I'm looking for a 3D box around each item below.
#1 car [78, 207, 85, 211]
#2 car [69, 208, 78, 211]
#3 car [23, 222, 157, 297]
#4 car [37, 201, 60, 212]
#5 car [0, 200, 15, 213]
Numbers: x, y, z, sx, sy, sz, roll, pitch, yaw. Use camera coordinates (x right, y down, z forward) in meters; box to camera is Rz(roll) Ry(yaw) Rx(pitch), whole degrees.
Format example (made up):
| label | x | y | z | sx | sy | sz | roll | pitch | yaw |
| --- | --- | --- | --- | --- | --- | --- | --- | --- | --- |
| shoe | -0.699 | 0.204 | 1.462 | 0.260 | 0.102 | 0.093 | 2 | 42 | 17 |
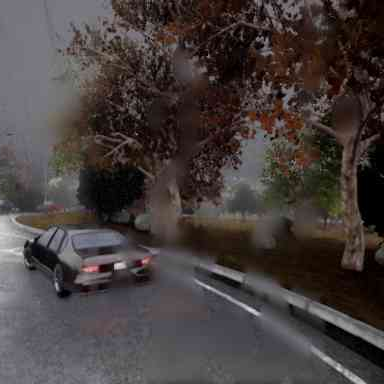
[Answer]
| label | x | y | z | sx | sy | sz | roll | pitch | yaw |
| --- | --- | --- | --- | --- | --- | --- | --- | --- | --- |
| car | -21.000 | 3.492 | 68.216 | 2.150 | 2.045 | 5.566 | 0 | -5 | -4 |
| car | -24.655 | 3.978 | 70.204 | 1.994 | 1.385 | 4.181 | 0 | -5 | -4 |
| car | -2.927 | 1.513 | 8.645 | 2.033 | 1.411 | 5.357 | 0 | 0 | -37 |
| car | -23.602 | 2.457 | 54.898 | 2.150 | 2.045 | 5.566 | 0 | -4 | -4 |
| car | -22.469 | 1.727 | 38.868 | 1.837 | 1.490 | 4.892 | 0 | -2 | -4 |
